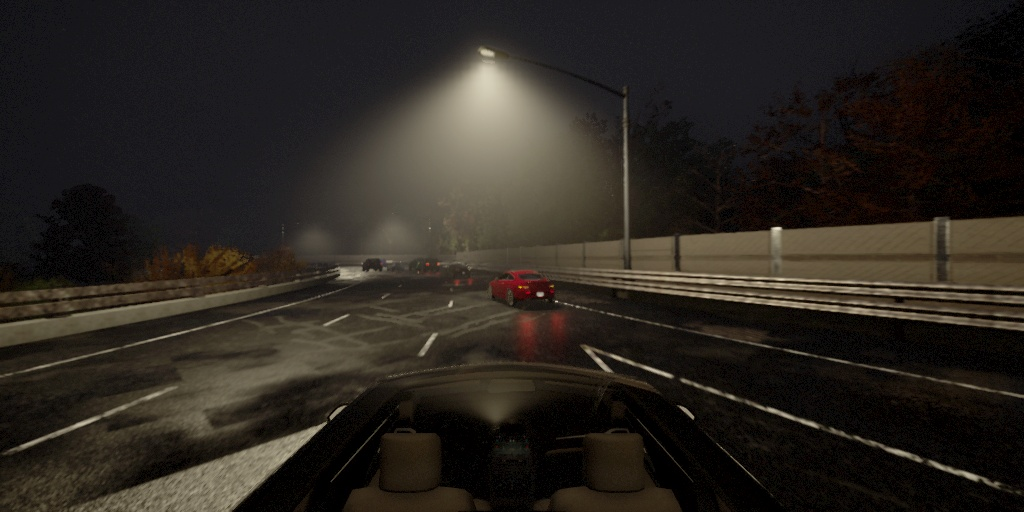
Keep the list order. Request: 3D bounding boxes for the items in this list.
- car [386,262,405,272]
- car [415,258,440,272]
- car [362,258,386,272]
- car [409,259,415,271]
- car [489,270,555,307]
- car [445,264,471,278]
[{"bbox_3d":[-18.233,1.680,56.346,1.812,1.442,4.674,0,0,-32],"label":"car"},{"bbox_3d":[-12.188,1.311,52.466,2.150,2.045,5.566,0,0,-27],"label":"car"},{"bbox_3d":[-21.277,1.389,54.614,2.150,2.045,5.566,0,0,-32],"label":"car"},{"bbox_3d":[-14.913,1.354,57.709,2.150,2.045,5.566,0,0,-32],"label":"car"},{"bbox_3d":[0.333,1.343,16.076,1.812,1.442,4.674,0,-1,-20],"label":"car"},{"bbox_3d":[-5.643,1.498,37.183,1.812,1.442,4.674,0,-1,-24],"label":"car"}]
